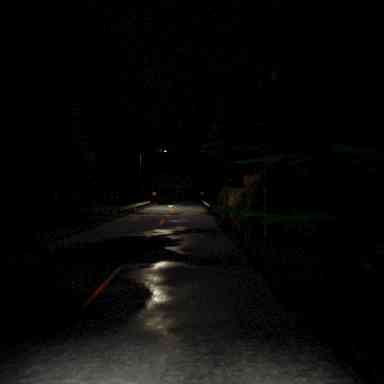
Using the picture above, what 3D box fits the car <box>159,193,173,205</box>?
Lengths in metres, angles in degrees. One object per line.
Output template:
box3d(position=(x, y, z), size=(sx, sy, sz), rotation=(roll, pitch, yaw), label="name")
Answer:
box3d(position=(-4.549, 1.224, 58.488), size=(2.150, 2.045, 5.566), rotation=(0, 0, 0), label="car")
